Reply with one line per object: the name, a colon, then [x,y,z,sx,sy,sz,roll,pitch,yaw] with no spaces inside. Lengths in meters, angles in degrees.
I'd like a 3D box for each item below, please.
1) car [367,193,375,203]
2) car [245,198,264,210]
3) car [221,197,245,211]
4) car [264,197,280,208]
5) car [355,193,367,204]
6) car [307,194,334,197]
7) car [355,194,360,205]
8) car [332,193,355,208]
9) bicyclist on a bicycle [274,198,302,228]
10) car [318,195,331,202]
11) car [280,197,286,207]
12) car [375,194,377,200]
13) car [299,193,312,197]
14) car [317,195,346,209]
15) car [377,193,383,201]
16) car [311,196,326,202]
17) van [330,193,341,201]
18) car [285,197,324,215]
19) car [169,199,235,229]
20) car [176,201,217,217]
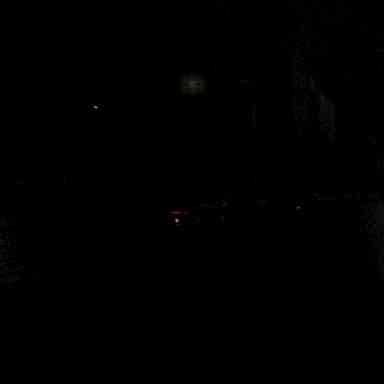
car: [33.180,1.100,63.983,2.192,1.841,5.009,0,0,35]
car: [6.926,1.495,41.012,1.802,1.307,4.206,0,0,35]
car: [3.716,1.367,36.374,1.967,1.590,4.097,0,0,35]
car: [10.037,1.427,45.509,1.752,1.417,4.829,0,0,35]
car: [26.764,1.119,54.707,2.192,1.841,5.009,0,0,35]
car: [17.903,1.369,46.413,1.812,1.442,4.674,-1,0,35]
car: [23.557,1.379,50.069,1.947,1.339,4.313,0,0,35]
car: [20.348,1.137,45.433,2.192,1.841,5.009,0,0,35]
bicyclist on a bicycle: [5.263,1.177,18.418,1.656,1.620,0.582,-1,0,35]
car: [29.384,1.428,73.477,1.802,1.307,4.206,0,0,35]
car: [13.342,1.456,50.288,1.947,1.339,4.313,0,0,35]
car: [36.485,1.303,68.759,1.752,1.417,4.829,-1,0,35]
car: [19.759,1.416,59.564,1.887,1.381,4.507,0,0,35]
car: [17.141,1.378,40.795,1.887,1.381,4.507,0,0,35]
car: [42.804,1.360,77.893,1.802,1.307,4.206,-1,0,35]
car: [26.177,1.419,68.840,1.947,1.339,4.313,0,0,35]
van: [35.799,1.187,82.755,1.690,1.788,3.998,-1,0,35]
car: [10.726,1.425,31.520,1.947,1.339,4.313,0,0,35]
car: [0.504,1.415,21.260,2.128,1.511,4.902,-1,0,35]
car: [0.510,1.525,31.736,1.802,1.307,4.206,0,0,35]
